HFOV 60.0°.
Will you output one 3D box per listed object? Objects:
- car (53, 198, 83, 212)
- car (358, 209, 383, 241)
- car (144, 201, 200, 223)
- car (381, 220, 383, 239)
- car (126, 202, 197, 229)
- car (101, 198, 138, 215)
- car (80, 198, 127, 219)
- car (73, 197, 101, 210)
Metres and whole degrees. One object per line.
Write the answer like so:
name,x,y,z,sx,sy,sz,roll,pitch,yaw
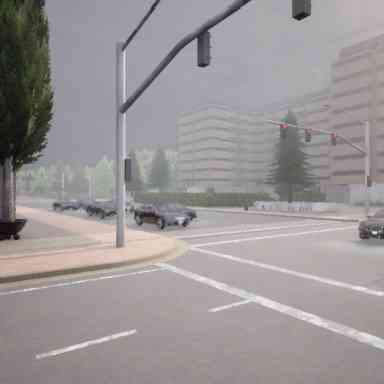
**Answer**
car,-15.185,1.548,39.714,2.033,1.411,5.357,0,0,-36
car,9.684,1.507,15.710,4.892,1.490,1.837,1,0,-39
car,-1.785,1.547,27.120,2.033,1.411,5.357,0,0,-36
car,7.936,1.547,9.883,5.357,1.411,2.033,0,0,-38
car,-2.076,1.492,21.528,2.128,1.511,4.902,0,0,-35
car,-7.845,1.492,35.519,2.128,1.511,4.902,0,0,-36
car,-7.779,1.547,29.440,2.033,1.411,5.357,0,0,-36
car,-13.909,1.492,43.946,2.128,1.511,4.902,0,0,-36
